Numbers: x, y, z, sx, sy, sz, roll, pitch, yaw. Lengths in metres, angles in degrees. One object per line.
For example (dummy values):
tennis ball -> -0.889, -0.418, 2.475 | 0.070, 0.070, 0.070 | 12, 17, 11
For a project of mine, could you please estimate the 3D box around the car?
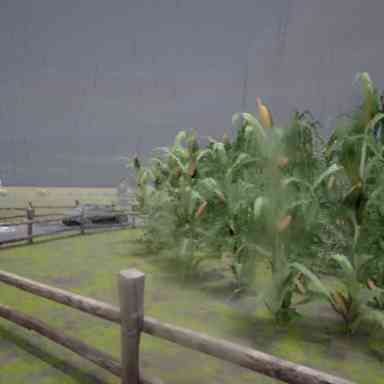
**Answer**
car -> -6.088, 1.460, 21.119 | 1.994, 1.385, 4.181 | 1, 1, 35
